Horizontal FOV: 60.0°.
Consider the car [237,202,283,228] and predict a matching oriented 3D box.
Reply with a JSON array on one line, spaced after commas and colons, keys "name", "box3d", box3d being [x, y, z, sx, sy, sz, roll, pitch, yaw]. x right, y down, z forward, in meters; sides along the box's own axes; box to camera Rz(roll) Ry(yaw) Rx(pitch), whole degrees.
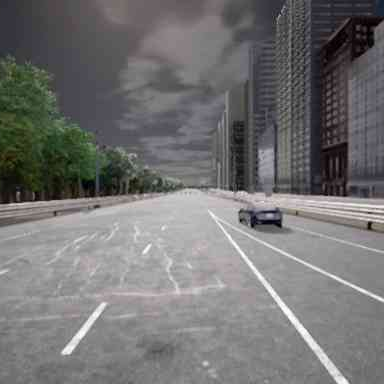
[{"name": "car", "box3d": [4.232, 1.373, 21.159, 2.163, 1.488, 4.792, 0, 0, -4]}]
